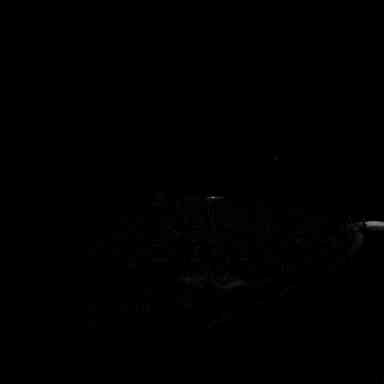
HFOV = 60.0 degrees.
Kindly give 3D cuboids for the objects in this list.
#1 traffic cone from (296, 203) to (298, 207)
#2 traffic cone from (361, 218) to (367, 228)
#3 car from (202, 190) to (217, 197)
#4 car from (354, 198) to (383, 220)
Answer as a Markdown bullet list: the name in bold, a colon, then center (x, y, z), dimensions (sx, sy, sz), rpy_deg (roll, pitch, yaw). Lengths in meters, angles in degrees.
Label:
- **traffic cone**: center (12.089, 1.516, 38.414), dimensions (0.340, 0.580, 0.340), rpy_deg (-1, 1, -9)
- **traffic cone**: center (10.363, 1.852, 20.059), dimensions (0.340, 0.580, 0.340), rpy_deg (-1, 1, 20)
- **car**: center (3.939, 0.359, 75.417), dimensions (1.837, 1.490, 4.892), rpy_deg (-1, 1, -23)
- **car**: center (13.861, 1.268, 25.336), dimensions (1.837, 1.490, 4.892), rpy_deg (0, 1, 10)
